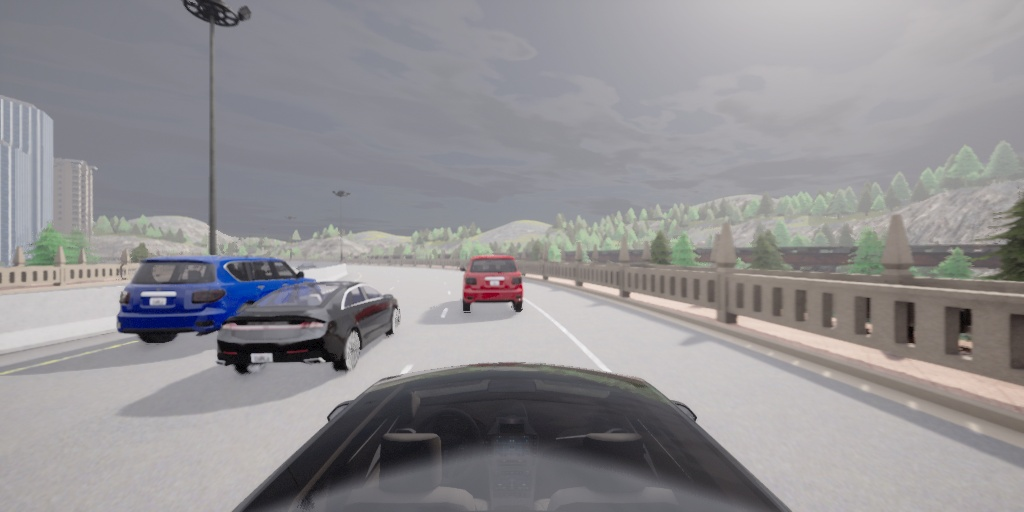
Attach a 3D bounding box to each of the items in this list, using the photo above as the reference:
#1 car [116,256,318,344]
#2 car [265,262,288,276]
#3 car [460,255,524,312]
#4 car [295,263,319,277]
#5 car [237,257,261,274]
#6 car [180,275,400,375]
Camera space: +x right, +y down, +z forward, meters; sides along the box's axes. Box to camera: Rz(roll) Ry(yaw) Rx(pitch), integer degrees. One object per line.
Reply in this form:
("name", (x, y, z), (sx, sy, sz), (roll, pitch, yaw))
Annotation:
("car", (-7.410, 1.021, 9.948), (2.150, 2.045, 5.566), (0, 0, -5))
("car", (-28.035, 1.460, 42.725), (1.837, 1.490, 4.892), (0, 0, -28))
("car", (-0.903, 1.000, 14.523), (2.150, 2.045, 5.566), (0, 0, -7))
("car", (-23.036, 1.494, 40.451), (1.994, 1.385, 4.181), (0, 0, -25))
("car", (-34.570, 1.215, 47.262), (2.150, 2.045, 5.566), (0, 0, -31))
("car", (-3.778, 1.270, 7.622), (2.128, 1.511, 4.902), (0, 0, -4))
